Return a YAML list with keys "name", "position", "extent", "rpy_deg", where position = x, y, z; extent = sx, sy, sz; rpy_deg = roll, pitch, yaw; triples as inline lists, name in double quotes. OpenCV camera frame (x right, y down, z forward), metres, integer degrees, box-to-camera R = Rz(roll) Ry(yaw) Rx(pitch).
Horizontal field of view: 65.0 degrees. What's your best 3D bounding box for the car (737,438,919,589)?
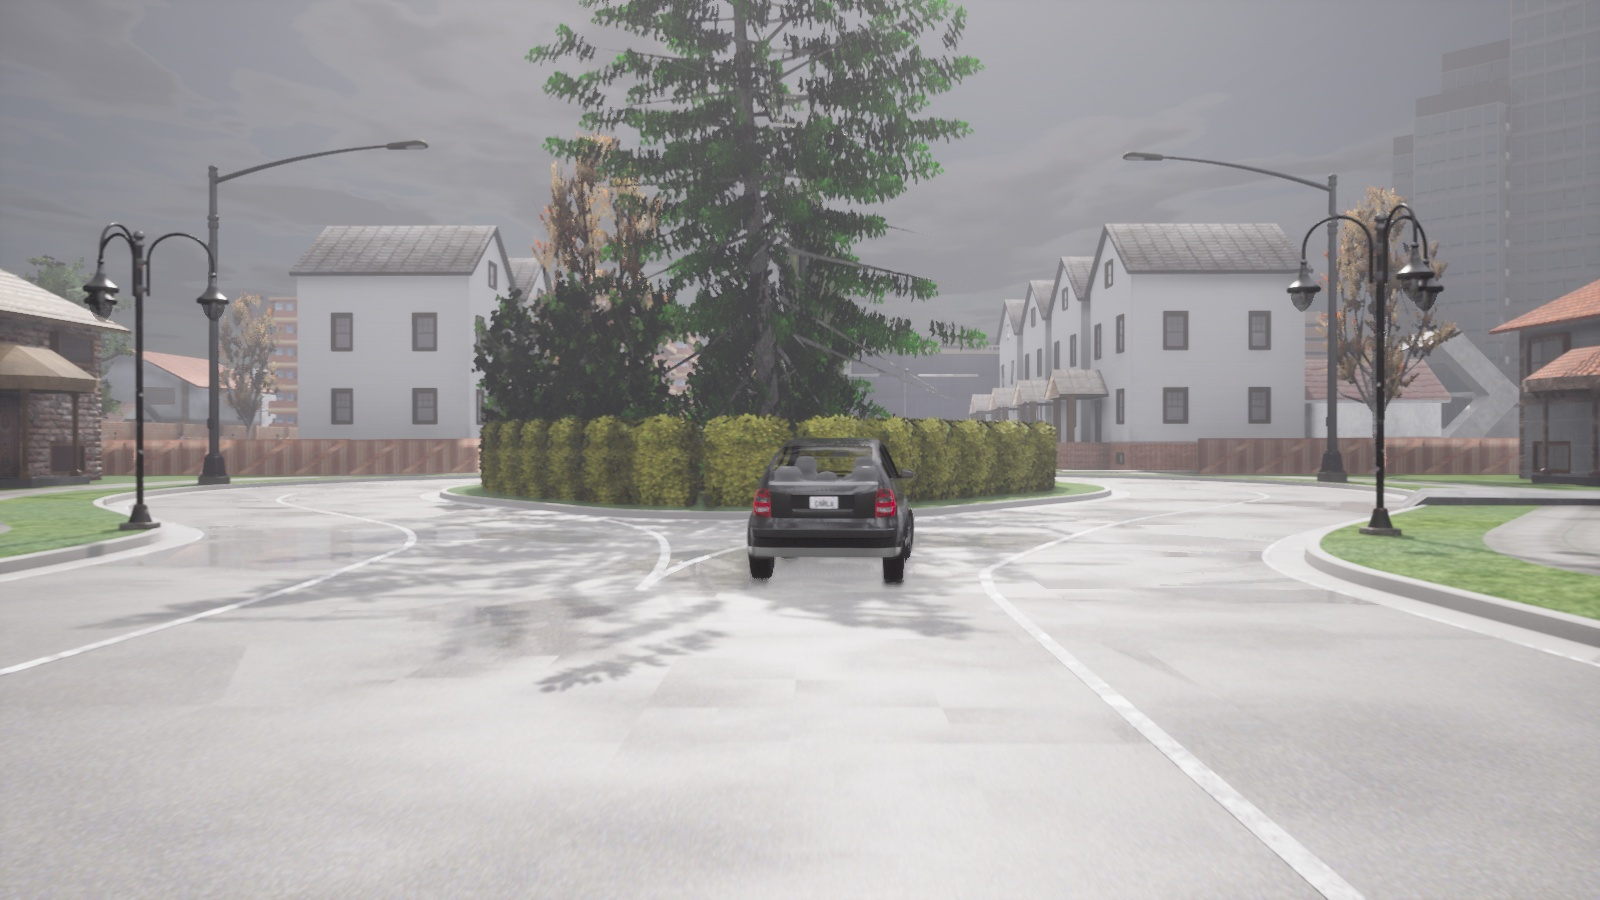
- name: "car"
  position: [0.455, 0.640, 14.842]
  extent: [1.789, 1.549, 3.705]
  rpy_deg: [0, 0, 7]
